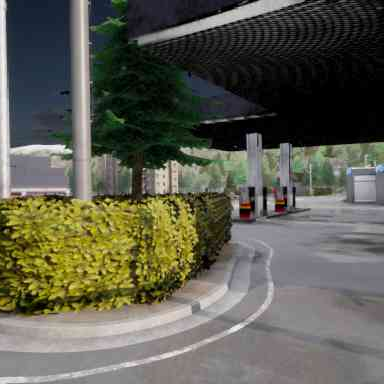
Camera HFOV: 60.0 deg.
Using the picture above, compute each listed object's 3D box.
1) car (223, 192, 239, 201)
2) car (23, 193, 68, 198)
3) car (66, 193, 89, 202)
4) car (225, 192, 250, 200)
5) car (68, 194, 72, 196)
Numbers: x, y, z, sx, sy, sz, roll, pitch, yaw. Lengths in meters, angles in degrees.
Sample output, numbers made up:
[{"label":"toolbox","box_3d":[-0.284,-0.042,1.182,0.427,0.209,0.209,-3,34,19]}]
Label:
[{"label":"car","box_3d":[7.405,0.851,63.928,5.027,1.636,2.152,-1,1,35]},{"label":"car","box_3d":[-14.795,1.183,33.599,3.866,1.878,1.905,-1,1,35]},{"label":"car","box_3d":[-22.926,1.103,66.494,4.605,1.855,1.932,-1,1,35]},{"label":"car","box_3d":[9.177,0.812,66.517,4.514,1.523,2.007,-1,1,35]},{"label":"car","box_3d":[-24.271,1.124,63.885,3.866,1.878,1.905,-1,1,35]}]
